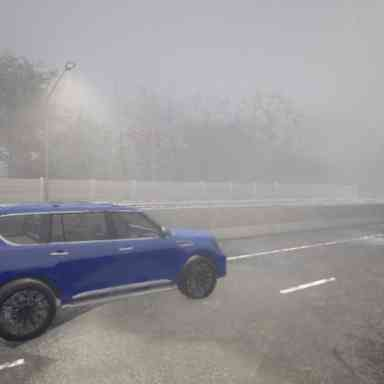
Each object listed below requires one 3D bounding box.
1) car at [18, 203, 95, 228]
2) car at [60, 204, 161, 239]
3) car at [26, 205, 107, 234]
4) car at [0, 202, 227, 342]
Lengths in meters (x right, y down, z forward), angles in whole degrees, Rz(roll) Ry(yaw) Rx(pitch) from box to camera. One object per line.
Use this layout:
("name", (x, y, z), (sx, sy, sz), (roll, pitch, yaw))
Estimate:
("car", (-9.357, 1.529, 23.116), (4.674, 1.442, 1.812), (0, 0, -36))
("car", (-4.358, 1.495, 18.083), (4.902, 1.511, 2.128), (0, 0, -36))
("car", (-7.548, 1.567, 20.106), (4.181, 1.385, 1.994), (0, 0, -36))
("car", (-1.861, 1.223, 6.723), (5.566, 2.045, 2.150), (0, 0, -36))
